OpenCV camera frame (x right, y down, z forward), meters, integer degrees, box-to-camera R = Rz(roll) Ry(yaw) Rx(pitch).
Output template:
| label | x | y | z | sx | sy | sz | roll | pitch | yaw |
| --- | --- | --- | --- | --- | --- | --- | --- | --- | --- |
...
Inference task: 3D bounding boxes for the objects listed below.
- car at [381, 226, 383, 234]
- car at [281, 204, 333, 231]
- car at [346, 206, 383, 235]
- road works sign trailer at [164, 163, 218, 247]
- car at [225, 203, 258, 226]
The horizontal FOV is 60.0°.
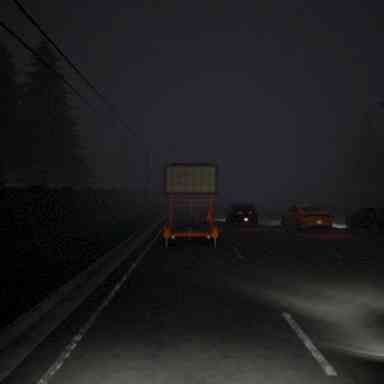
| label | x | y | z | sx | sy | sz | roll | pitch | yaw |
| --- | --- | --- | --- | --- | --- | --- | --- | --- | --- |
| car | 3.593 | 1.355 | 2.135 | 2.097 | 1.767 | 4.553 | 0 | 0 | 0 |
| car | 7.034 | 1.516 | 20.855 | 1.882 | 1.535 | 5.008 | 0 | 0 | 0 |
| car | 10.541 | 1.540 | 18.871 | 1.837 | 1.490 | 4.892 | 0 | 0 | 0 |
| road works sign trailer | -0.047 | 0.492 | 15.066 | 2.380 | 3.560 | 2.880 | 0 | 0 | 0 |
| car | 3.525 | 1.548 | 24.098 | 1.837 | 1.490 | 4.892 | 0 | 0 | 0 |
